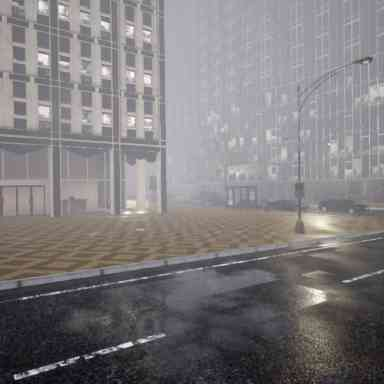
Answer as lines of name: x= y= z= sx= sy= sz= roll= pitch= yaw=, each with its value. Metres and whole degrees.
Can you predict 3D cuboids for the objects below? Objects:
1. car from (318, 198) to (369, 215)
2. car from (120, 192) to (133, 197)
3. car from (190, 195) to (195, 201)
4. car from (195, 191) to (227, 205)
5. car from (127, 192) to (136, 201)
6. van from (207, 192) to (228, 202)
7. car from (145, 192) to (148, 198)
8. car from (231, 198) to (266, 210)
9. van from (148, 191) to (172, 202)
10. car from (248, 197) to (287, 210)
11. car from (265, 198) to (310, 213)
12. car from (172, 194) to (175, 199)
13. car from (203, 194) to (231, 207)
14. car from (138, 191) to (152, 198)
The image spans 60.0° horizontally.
car: x=14.877 y=1.358 z=32.913 sx=1.837 sy=1.490 sz=4.892 roll=-1 pitch=1 yaw=-34
car: x=-18.056 y=0.688 z=91.238 sx=2.008 sy=1.369 sz=4.403 roll=0 pitch=1 yaw=-34
car: x=1.224 y=1.043 z=63.110 sx=1.802 sy=1.307 sz=4.206 roll=0 pitch=1 yaw=-34
car: x=3.254 y=0.887 z=49.897 sx=2.150 sy=2.045 sz=5.566 roll=-1 pitch=1 yaw=-35
car: x=-12.116 y=1.039 z=67.750 sx=2.008 sy=1.369 sz=4.403 roll=0 pitch=1 yaw=-34
van: x=4.436 y=0.855 z=58.419 sx=1.690 sy=1.788 sz=3.998 roll=0 pitch=1 yaw=-34
car: x=-8.417 y=0.615 z=77.171 sx=2.192 sy=1.841 sz=5.009 roll=0 pitch=1 yaw=-34
car: x=7.071 y=1.388 z=39.561 sx=1.802 sy=1.307 sz=4.206 roll=0 pitch=1 yaw=-34
van: x=-5.689 y=0.937 z=58.371 sx=1.690 sy=1.788 sz=3.998 roll=0 pitch=1 yaw=-34
car: x=9.269 y=1.363 z=41.118 sx=1.895 sy=1.301 sz=4.718 roll=-1 pitch=1 yaw=-34
car: x=10.270 y=1.424 z=34.860 sx=1.947 sy=1.339 sz=4.313 roll=0 pitch=1 yaw=-34
car: x=-5.203 y=0.936 z=72.487 sx=1.802 sy=1.307 sz=4.206 roll=0 pitch=1 yaw=-34
car: x=3.906 y=1.319 z=44.281 sx=1.947 sy=1.339 sz=4.313 roll=0 pitch=1 yaw=-34
car: x=-11.630 y=0.686 z=81.861 sx=1.967 sy=1.590 sz=4.097 roll=0 pitch=1 yaw=-34
